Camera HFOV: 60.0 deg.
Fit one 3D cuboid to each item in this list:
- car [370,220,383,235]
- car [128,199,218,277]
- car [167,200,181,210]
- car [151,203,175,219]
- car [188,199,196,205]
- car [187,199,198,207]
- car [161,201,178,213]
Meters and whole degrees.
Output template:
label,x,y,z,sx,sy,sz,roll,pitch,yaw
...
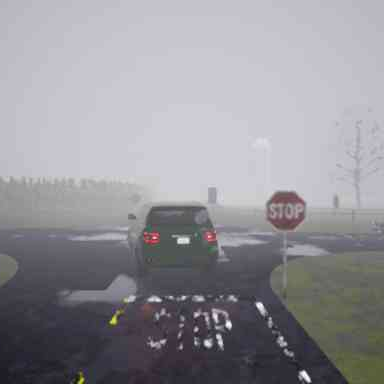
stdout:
label,x,y,z,sx,sy,sz,roll,pitch,yaw
car,12.884,1.946,18.967,4.718,1.301,1.895,1,0,0
car,-0.834,1.314,10.891,2.150,2.045,5.566,1,0,-13
car,-2.829,2.024,53.522,2.033,1.411,5.357,0,-1,0
car,-2.839,1.849,33.055,1.994,1.385,4.181,0,-1,0
car,-0.012,2.207,74.169,1.812,1.442,4.674,0,-1,0
car,0.094,2.124,63.720,2.033,1.411,5.357,0,-1,0
car,-2.846,1.902,43.024,1.812,1.442,4.674,0,-1,0
